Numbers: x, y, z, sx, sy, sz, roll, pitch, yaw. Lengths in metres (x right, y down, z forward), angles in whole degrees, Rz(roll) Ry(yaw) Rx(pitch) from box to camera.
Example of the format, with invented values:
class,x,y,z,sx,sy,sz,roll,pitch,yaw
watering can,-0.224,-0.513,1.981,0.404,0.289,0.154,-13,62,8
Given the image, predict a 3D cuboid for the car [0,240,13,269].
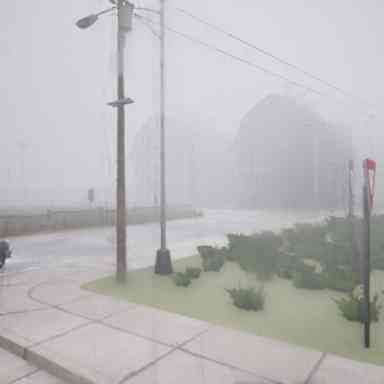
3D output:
class,x,y,z,sx,sy,sz,roll,pitch,yaw
car,-6.521,1.608,8.005,2.033,1.411,5.357,0,0,-2
